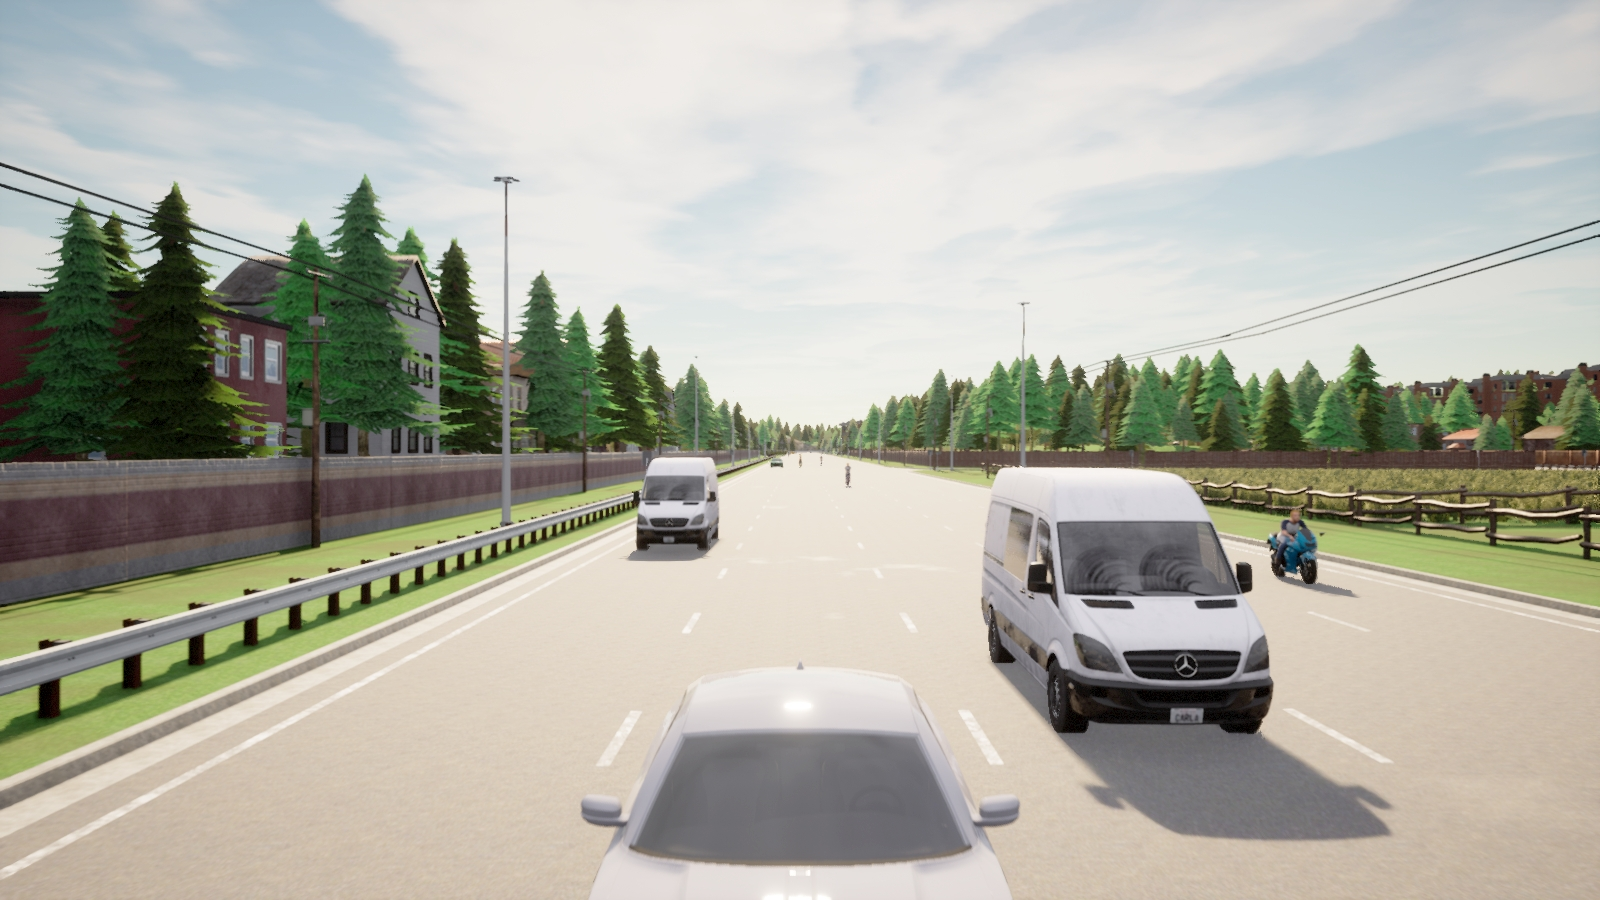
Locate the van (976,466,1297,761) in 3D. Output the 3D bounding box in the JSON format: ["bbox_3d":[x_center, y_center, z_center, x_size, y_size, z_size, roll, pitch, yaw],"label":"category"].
[{"bbox_3d":[3.499,1.523,13.290,1.988,2.561,5.915,0,0,0],"label":"van"}]

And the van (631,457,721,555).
[{"bbox_3d":[-3.497,1.509,33.370,1.988,2.561,5.915,0,0,0],"label":"van"}]

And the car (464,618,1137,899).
[{"bbox_3d":[0.002,2.028,6.064,2.097,1.535,5.006,0,0,0],"label":"car"}]

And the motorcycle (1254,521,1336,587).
[{"bbox_3d":[10.426,2.167,24.146,0.803,1.199,2.033,0,0,-2],"label":"motorcycle"}]
